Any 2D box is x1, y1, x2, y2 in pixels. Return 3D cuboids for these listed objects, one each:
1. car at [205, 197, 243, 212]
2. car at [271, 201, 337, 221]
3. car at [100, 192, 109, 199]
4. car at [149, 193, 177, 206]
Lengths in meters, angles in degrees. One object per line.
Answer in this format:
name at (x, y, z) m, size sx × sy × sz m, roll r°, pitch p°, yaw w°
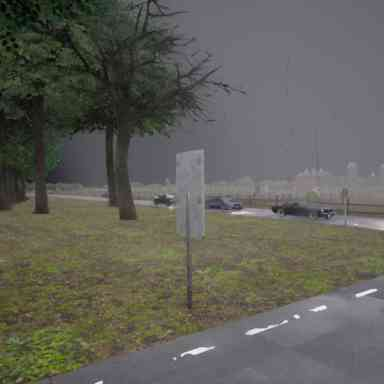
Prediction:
car at (3.121, 1.168, 32.947) m, size 1.994 × 1.385 × 4.181 m, roll -1°, pitch 1°, yaw -35°
car at (8.484, 1.354, 25.502) m, size 1.895 × 1.301 × 4.718 m, roll -1°, pitch 2°, yaw -36°
car at (-16.105, 0.611, 64.585) m, size 2.033 × 1.411 × 5.357 m, roll -1°, pitch 1°, yaw -36°
car at (-3.154, 0.970, 41.647) m, size 1.812 × 1.442 × 4.674 m, roll -1°, pitch 1°, yaw -36°
